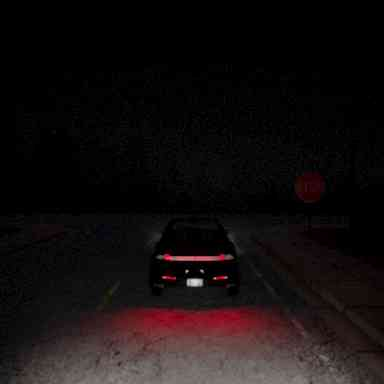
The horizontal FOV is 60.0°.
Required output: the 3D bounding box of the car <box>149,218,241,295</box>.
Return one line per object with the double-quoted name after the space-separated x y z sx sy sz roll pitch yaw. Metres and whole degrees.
0.066 1.409 8.468 2.128 1.511 4.902 0 1 0 "car"
